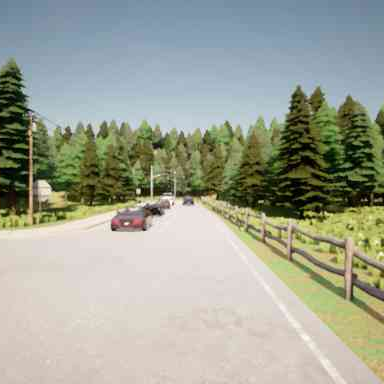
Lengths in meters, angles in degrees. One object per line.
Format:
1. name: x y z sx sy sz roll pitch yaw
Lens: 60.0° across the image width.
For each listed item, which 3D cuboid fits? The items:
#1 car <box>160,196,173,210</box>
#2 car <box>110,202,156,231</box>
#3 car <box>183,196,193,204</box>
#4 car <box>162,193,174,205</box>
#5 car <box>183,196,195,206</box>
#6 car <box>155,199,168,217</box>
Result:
1. car: -3.792 1.549 42.554 1.994 1.385 4.181 0 0 -2
2. car: -3.574 1.554 20.201 1.994 1.385 4.181 0 0 1
3. car: -0.855 1.479 66.357 1.837 1.490 4.892 0 0 -2
4. car: -4.122 1.203 55.741 2.150 2.045 5.566 0 0 -1
5. car: -0.582 1.506 56.058 1.812 1.442 4.674 0 0 -2
6. car: -3.609 1.585 31.306 1.895 1.301 4.718 0 0 0
